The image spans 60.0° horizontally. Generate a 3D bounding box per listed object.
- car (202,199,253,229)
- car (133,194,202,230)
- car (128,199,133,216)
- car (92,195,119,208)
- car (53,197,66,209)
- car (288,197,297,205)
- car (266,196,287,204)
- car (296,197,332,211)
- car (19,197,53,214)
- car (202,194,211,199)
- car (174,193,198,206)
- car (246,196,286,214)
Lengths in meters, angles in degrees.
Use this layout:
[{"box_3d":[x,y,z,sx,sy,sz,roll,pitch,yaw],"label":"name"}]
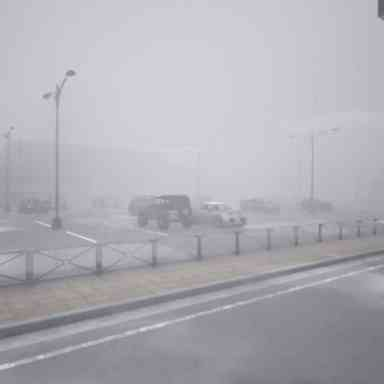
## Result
[{"box_3d":[1.526,1.406,20.637,1.970,1.475,3.806,0,0,-36],"label":"car"},{"box_3d":[-1.516,1.110,19.164,1.905,1.878,3.866,0,0,-36],"label":"car"},{"box_3d":[-3.521,1.141,27.452,1.932,1.855,4.605,0,0,-36],"label":"car"},{"box_3d":[-11.274,1.207,43.324,2.152,1.636,5.027,0,0,-36],"label":"car"},{"box_3d":[-16.257,1.264,39.266,1.970,1.475,3.806,0,0,-36],"label":"car"},{"box_3d":[18.190,1.546,56.081,1.970,1.475,3.806,0,0,-36],"label":"car"},{"box_3d":[16.203,1.545,63.827,1.845,1.501,3.633,0,0,-36],"label":"car"},{"box_3d":[15.024,1.441,40.124,1.845,1.501,3.633,0,0,-36],"label":"car"},{"box_3d":[-15.040,1.317,31.416,2.007,1.523,4.514,0,0,-36],"label":"car"},{"box_3d":[1.140,1.205,52.944,1.932,1.855,4.605,0,0,-36],"label":"car"},{"box_3d":[-0.959,1.175,50.893,1.905,1.878,3.866,0,0,-36],"label":"car"},{"box_3d":[6.943,1.385,34.247,2.007,1.523,4.514,0,0,-36],"label":"car"}]
